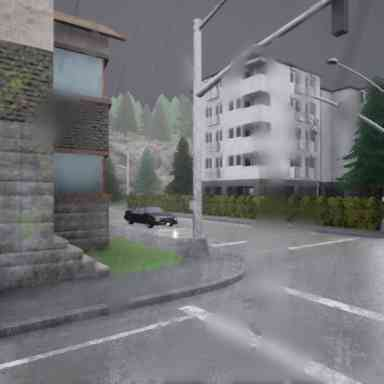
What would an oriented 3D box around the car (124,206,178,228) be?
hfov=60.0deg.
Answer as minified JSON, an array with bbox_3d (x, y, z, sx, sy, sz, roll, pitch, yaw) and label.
[{"bbox_3d":[-3.119,1.723,24.051,2.033,1.411,5.357,0,0,-36],"label":"car"}]
